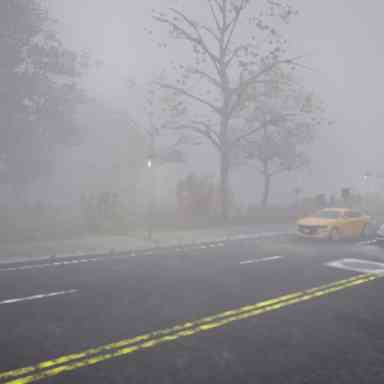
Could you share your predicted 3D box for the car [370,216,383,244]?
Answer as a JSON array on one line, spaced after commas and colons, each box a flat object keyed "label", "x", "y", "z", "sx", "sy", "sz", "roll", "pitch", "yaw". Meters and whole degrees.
[{"label": "car", "x": 10.369, "y": 1.639, "z": 15.347, "sx": 4.674, "sy": 1.442, "sz": 1.812, "roll": 1, "pitch": 0, "yaw": -37}]

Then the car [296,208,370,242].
[{"label": "car", "x": 7.404, "y": 1.585, "z": 17.187, "sx": 5.008, "sy": 1.535, "sz": 1.882, "roll": 1, "pitch": 0, "yaw": -37}]
